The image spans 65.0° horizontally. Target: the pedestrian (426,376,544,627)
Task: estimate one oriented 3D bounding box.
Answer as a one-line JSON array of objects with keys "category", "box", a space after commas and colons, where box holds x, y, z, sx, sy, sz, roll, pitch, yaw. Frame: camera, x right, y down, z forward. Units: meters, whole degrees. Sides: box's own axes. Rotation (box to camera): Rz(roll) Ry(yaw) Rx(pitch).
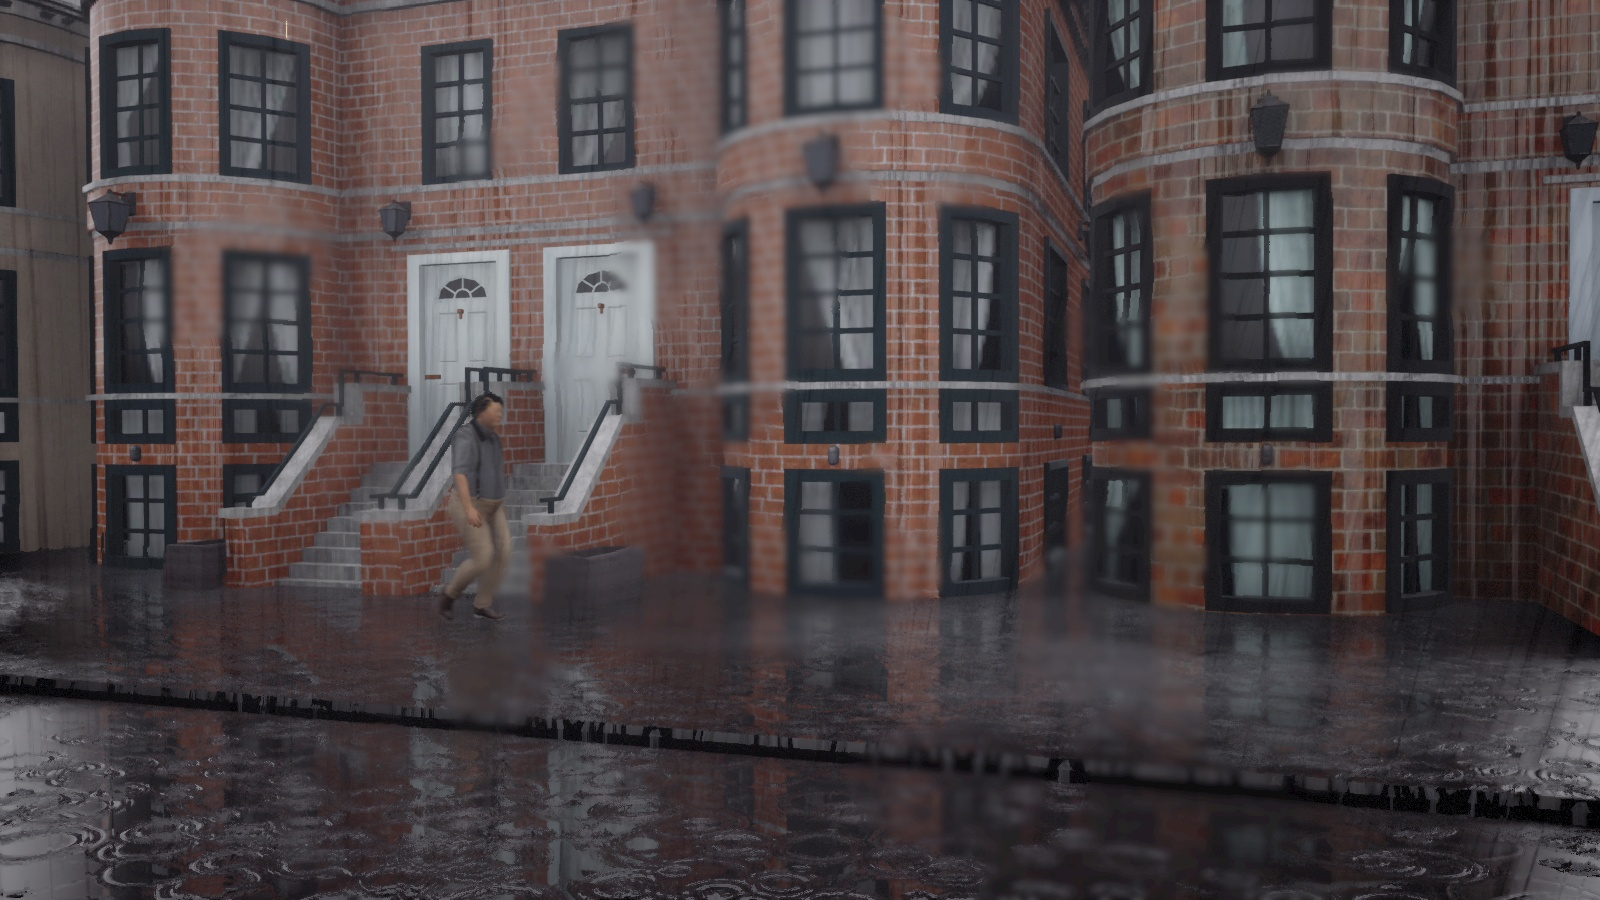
[{"category": "pedestrian", "box": [-2.414, 0.373, 9.641, 0.694, 1.848, 0.540, 1, 1, 26]}]
